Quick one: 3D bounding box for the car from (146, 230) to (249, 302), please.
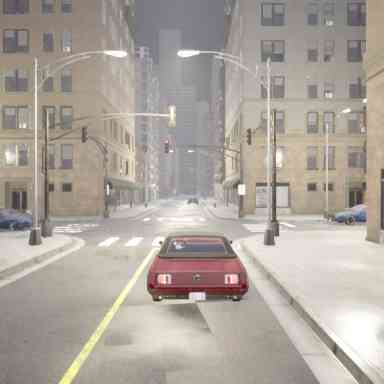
[{"bbox_3d":[0.094,1.601,8.238,1.895,1.301,4.718,0,0,0],"label":"car"}]

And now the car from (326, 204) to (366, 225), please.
[{"bbox_3d":[12.201,1.512,22.827,5.357,1.411,2.033,0,0,3],"label":"car"}]

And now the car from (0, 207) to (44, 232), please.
[{"bbox_3d":[-11.561,1.577,19.607,5.357,1.411,2.033,0,0,0],"label":"car"}]

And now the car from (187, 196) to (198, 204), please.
[{"bbox_3d":[0.184,1.512,61.192,1.812,1.442,4.674,0,0,0],"label":"car"}]

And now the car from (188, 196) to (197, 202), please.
[{"bbox_3d":[0.109,1.567,75.151,1.895,1.301,4.718,0,0,0],"label":"car"}]
